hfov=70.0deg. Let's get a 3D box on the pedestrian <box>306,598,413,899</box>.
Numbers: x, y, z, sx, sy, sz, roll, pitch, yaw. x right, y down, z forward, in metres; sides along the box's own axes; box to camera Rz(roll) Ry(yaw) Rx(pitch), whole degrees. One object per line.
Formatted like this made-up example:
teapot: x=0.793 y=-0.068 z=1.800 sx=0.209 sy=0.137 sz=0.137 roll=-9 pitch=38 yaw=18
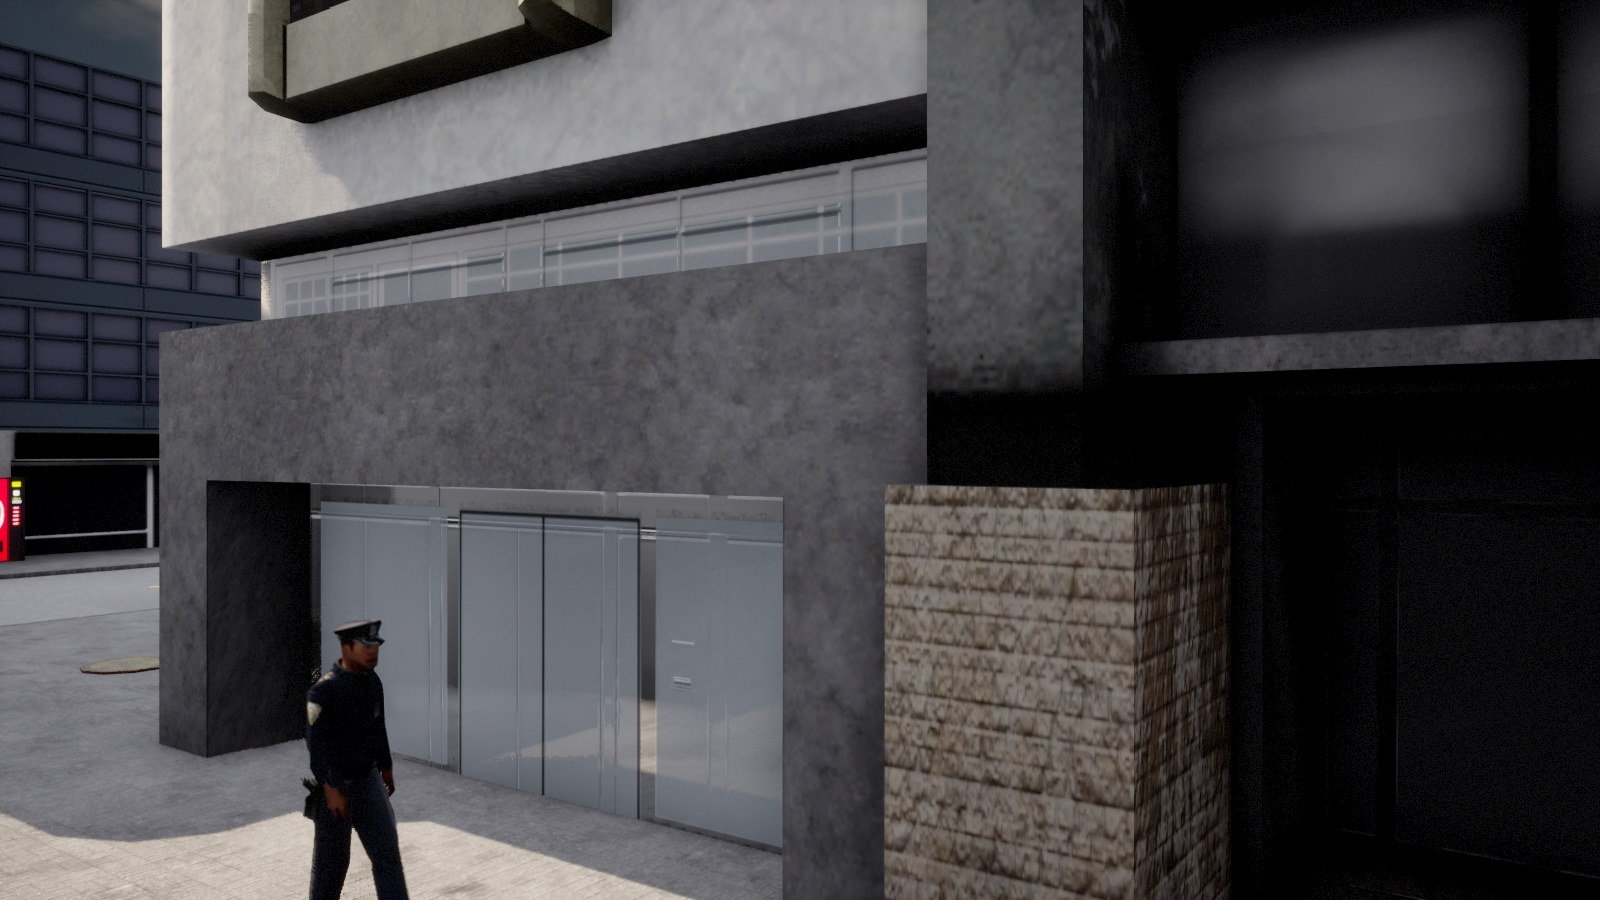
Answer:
pedestrian: x=-2.324 y=1.744 z=6.034 sx=0.375 sy=1.860 sz=0.375 roll=0 pitch=0 yaw=29
